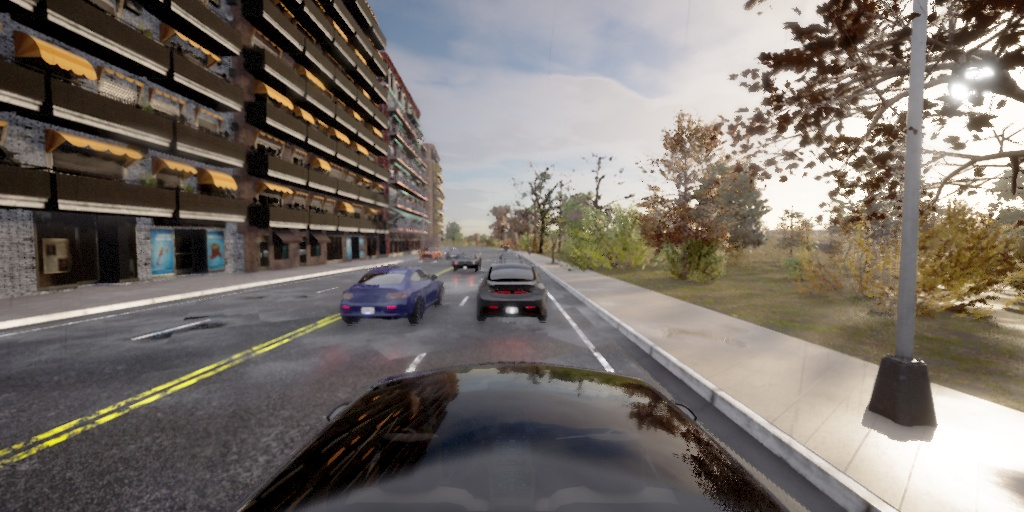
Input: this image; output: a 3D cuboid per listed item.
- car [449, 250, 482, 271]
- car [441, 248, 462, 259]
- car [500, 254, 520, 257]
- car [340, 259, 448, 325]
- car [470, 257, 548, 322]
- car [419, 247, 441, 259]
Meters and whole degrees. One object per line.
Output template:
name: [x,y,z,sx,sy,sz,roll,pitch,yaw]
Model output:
car: [-3.390,0.462,28.027,1.895,1.301,4.718,0,2,0]
car: [-7.037,-0.196,44.485,2.128,1.511,4.902,0,2,-1]
car: [-0.140,0.459,28.052,1.895,1.301,4.718,0,2,0]
car: [-3.254,0.983,10.381,1.812,1.442,4.674,0,2,0]
car: [-0.006,0.945,10.829,1.837,1.490,4.892,0,2,0]
car: [-10.303,-0.364,45.366,2.097,1.767,4.553,0,2,-1]
